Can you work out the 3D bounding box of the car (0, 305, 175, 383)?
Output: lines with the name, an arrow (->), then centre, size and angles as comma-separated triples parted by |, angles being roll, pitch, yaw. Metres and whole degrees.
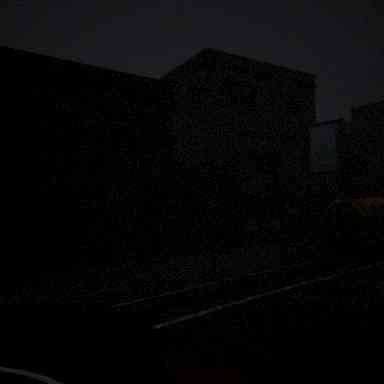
car -> -2.287, 1.550, 1.572 | 4.902, 1.511, 2.128 | 0, -1, -42
